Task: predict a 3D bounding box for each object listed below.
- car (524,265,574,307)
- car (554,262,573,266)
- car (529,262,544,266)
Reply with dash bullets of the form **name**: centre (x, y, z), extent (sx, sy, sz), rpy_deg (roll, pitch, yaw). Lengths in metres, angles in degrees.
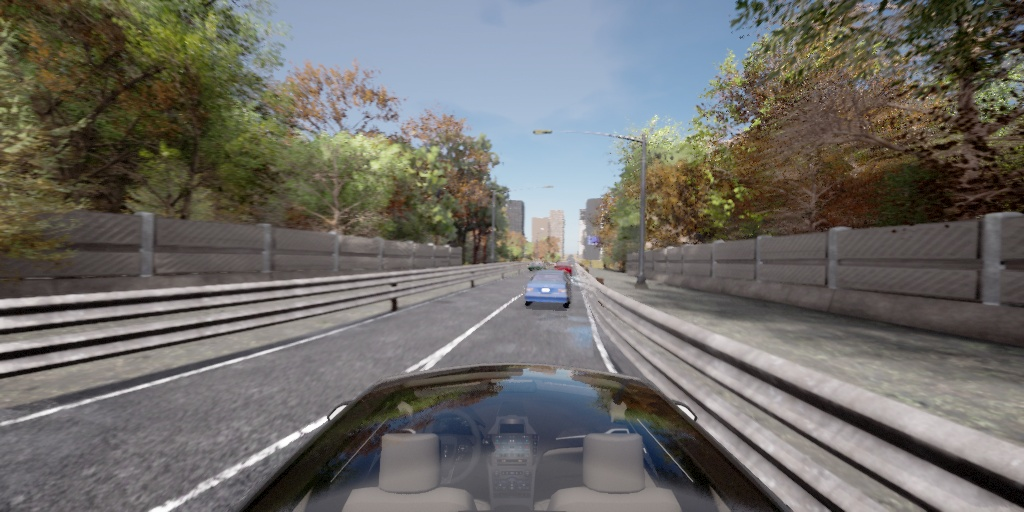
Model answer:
- **car**: centre (1.693, 1.338, 15.913), extent (2.033, 1.411, 5.357), rpy_deg (1, 0, 10)
- **car**: centre (5.649, 1.366, 39.653), extent (1.882, 1.535, 5.008), rpy_deg (1, 0, 9)
- **car**: centre (3.092, 1.457, 45.180), extent (1.895, 1.301, 4.718), rpy_deg (1, 0, 10)
